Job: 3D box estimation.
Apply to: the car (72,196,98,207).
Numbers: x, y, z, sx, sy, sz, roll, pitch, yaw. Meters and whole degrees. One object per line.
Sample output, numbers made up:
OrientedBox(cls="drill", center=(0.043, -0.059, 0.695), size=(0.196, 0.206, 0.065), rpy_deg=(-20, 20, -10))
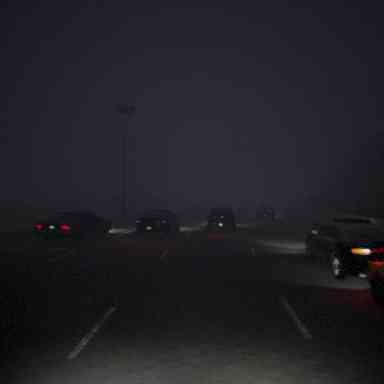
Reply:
OrientedBox(cls="car", center=(-18.720, 1.684, 58.294), size=(2.097, 1.767, 4.553), rpy_deg=(1, -1, 17))

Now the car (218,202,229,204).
OrientedBox(cls="car", center=(4.941, 2.215, 51.456), size=(1.812, 1.442, 4.674), rpy_deg=(1, -1, 16))

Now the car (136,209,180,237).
OrientedBox(cls="car", center=(-1.931, 1.719, 19.610), size=(1.812, 1.442, 4.674), rpy_deg=(1, -1, 7))

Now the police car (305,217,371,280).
OrientedBox(cls="police car", center=(5.074, 1.646, 10.751), size=(1.930, 1.638, 5.238), rpy_deg=(1, -1, 5))

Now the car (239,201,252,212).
OrientedBox(cls="car", center=(8.428, 2.099, 50.890), size=(2.097, 1.767, 4.553), rpy_deg=(1, -1, 16))

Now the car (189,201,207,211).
OrientedBox(cls="car", center=(1.127, 2.163, 51.098), size=(2.033, 1.411, 5.357), rpy_deg=(1, -1, 17))

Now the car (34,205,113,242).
OrientedBox(cls="car", center=(-5.845, 1.639, 17.092), size=(2.033, 1.411, 5.357), rpy_deg=(1, -1, 7))

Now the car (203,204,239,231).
OrientedBox(cls="car", center=(2.120, 1.811, 22.992), size=(1.837, 1.490, 4.892), rpy_deg=(1, -1, 8))

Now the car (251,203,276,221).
OrientedBox(cls="car", center=(7.344, 2.015, 33.271), size=(2.128, 1.511, 4.902), rpy_deg=(1, -1, 13))

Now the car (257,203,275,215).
OrientedBox(cls="car", center=(9.936, 2.263, 44.226), size=(1.994, 1.385, 4.181), rpy_deg=(1, -1, 17))

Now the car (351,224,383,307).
OrientedBox(cls="car", center=(4.695, 1.606, 5.352), size=(1.801, 1.575, 5.366), rpy_deg=(1, -1, 3))
